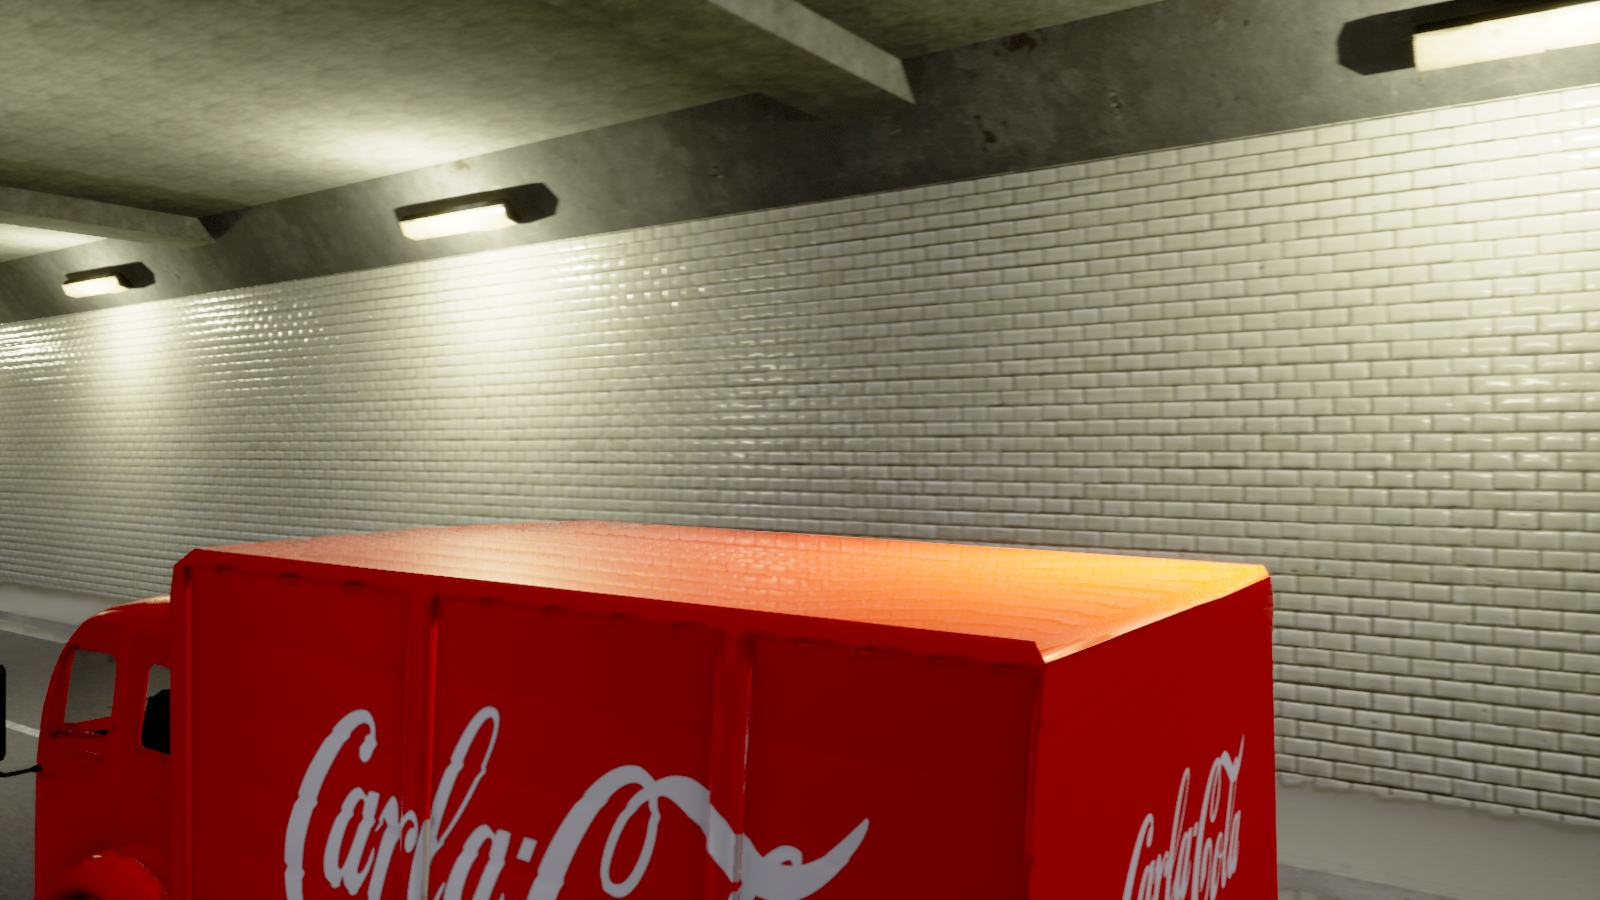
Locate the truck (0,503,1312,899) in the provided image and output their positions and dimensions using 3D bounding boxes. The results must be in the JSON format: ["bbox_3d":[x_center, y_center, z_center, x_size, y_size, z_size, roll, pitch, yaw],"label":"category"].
[{"bbox_3d":[-1.047,1.569,4.529,5.204,2.467,2.627,0,0,35],"label":"truck"}]
